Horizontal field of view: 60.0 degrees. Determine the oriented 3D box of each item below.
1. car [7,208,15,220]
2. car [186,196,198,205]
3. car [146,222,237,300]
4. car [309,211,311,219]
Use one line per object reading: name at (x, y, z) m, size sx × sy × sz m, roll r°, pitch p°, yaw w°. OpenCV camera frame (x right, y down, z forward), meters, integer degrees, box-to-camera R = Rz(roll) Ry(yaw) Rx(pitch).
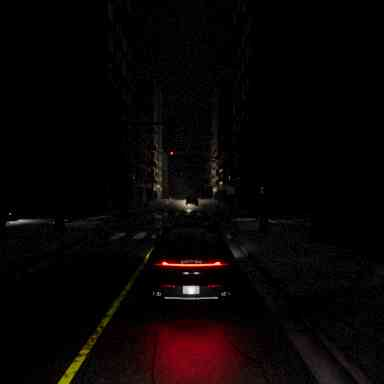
car at (-15.165, 1.386, 24.053) m, size 4.181 × 1.385 × 1.994 m, roll 1°, pitch 0°, yaw -1°
car at (-0.017, 1.445, 61.117) m, size 2.097 × 1.767 × 4.553 m, roll 0°, pitch 0°, yaw 0°
car at (-0.016, 1.506, 8.371) m, size 1.837 × 1.490 × 4.892 m, roll 0°, pitch 0°, yaw 0°
car at (12.301, 1.722, 27.523) m, size 5.008 × 1.535 × 1.882 m, roll 1°, pitch 0°, yaw -1°
